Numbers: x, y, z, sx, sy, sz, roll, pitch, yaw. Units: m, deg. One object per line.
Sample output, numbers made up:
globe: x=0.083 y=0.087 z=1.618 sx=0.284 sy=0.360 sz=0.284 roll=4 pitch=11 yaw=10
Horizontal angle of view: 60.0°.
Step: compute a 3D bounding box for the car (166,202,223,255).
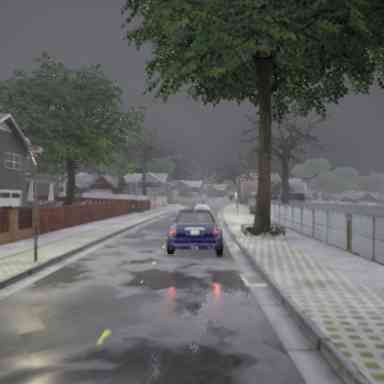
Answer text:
car: x=0.165 y=1.487 z=14.028 sx=2.097 sy=1.767 sz=4.553 roll=0 pitch=-1 yaw=2
